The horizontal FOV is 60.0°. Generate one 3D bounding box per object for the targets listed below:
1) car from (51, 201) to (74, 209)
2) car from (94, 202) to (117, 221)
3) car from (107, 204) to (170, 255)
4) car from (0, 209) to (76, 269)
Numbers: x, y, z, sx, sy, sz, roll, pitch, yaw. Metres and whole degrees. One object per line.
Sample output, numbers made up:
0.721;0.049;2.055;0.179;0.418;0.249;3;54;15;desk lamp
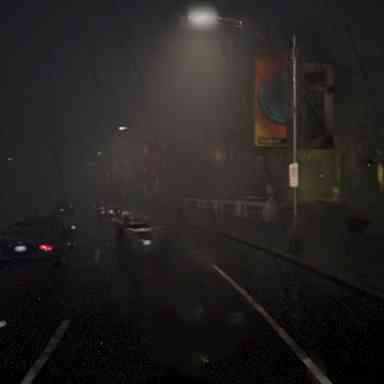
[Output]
-12.070;1.537;30.967;1.994;1.385;4.181;0;0;-21;car
-6.862;1.509;27.058;2.033;1.411;5.357;0;0;-20;car
-2.160;1.467;13.426;2.128;1.511;4.902;0;0;-16;car
-5.110;1.541;11.218;2.033;1.411;5.357;0;0;-14;car
